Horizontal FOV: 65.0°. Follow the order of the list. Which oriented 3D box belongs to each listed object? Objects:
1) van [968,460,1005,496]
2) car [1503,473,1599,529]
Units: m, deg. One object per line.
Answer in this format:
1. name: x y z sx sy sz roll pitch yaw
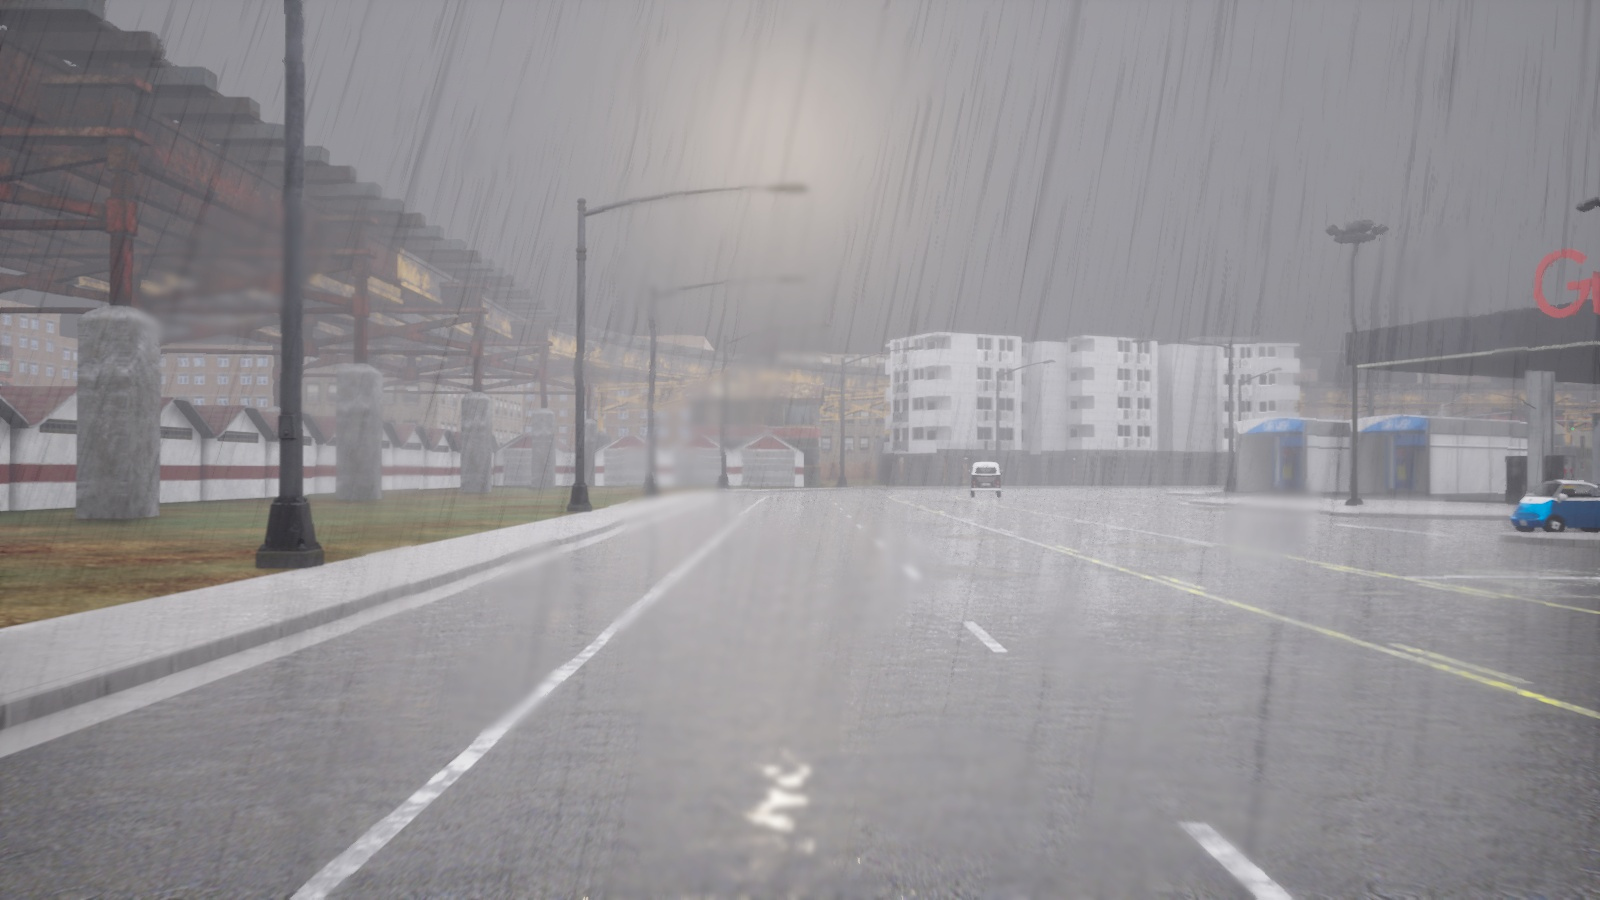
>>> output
1. van: 10.943 1.637 73.946 2.069 2.038 4.480 -1 -1 8
2. car: 19.399 1.284 31.945 2.207 1.376 1.481 0 -1 0
